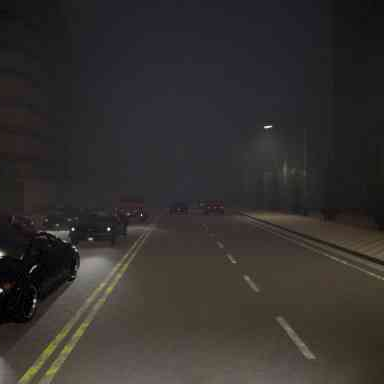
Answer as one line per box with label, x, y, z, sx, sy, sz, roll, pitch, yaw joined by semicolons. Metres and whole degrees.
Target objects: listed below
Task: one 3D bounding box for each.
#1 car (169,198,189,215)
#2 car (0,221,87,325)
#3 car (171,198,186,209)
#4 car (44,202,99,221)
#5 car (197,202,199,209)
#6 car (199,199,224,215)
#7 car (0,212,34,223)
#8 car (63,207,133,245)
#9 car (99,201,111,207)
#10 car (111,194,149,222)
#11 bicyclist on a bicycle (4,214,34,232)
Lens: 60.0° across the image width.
car;-1.368;1.491;34.598;2.128;1.511;4.902;0;0;-2
car;-3.847;1.564;6.977;1.994;1.385;4.181;0;0;-2
car;-1.902;1.547;46.490;2.033;1.411;5.357;0;0;-2
car;-7.991;1.547;22.112;2.033;1.411;5.357;0;0;-3
car;1.688;1.601;43.842;1.895;1.301;4.718;0;0;-2
car;2.147;1.547;34.208;2.033;1.411;5.357;0;0;-2
car;-7.572;1.478;12.207;1.882;1.535;5.008;0;0;-3
car;-4.218;1.601;15.729;1.895;1.301;4.718;0;0;-2
car;-8.376;1.564;32.022;1.994;1.385;4.181;0;0;-2
car;-4.659;1.221;26.411;2.150;2.045;5.566;0;0;-3
bicyclist on a bicycle;-4.997;1.455;9.453;1.656;1.620;0.582;-2;0;-2
